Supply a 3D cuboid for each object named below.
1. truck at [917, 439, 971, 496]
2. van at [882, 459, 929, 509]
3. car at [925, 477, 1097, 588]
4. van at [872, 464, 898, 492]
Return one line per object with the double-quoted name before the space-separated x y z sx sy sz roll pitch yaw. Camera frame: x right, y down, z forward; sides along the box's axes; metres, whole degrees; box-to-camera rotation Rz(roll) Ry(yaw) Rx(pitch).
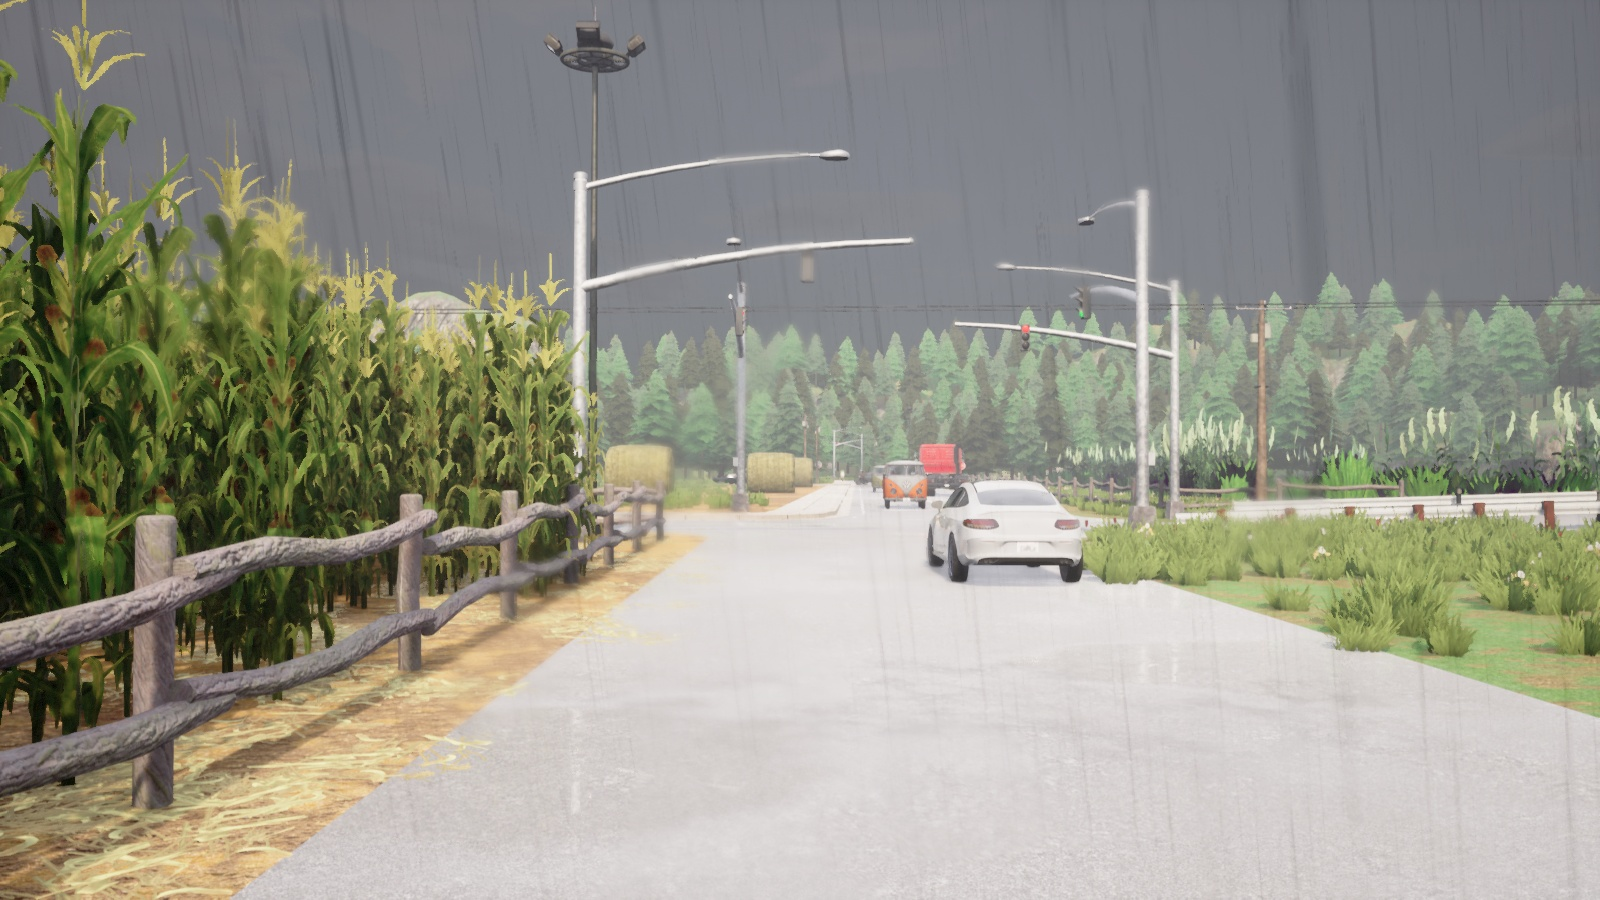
"truck" 9.201 1.130 81.088 2.891 3.462 7.936 0 -1 3
"van" 4.395 1.405 52.677 1.775 1.987 4.442 0 -1 3
"car" 3.054 1.151 19.121 1.812 1.442 4.674 0 -1 0
"van" 6.218 2.067 92.346 1.775 1.987 4.442 0 -1 3
